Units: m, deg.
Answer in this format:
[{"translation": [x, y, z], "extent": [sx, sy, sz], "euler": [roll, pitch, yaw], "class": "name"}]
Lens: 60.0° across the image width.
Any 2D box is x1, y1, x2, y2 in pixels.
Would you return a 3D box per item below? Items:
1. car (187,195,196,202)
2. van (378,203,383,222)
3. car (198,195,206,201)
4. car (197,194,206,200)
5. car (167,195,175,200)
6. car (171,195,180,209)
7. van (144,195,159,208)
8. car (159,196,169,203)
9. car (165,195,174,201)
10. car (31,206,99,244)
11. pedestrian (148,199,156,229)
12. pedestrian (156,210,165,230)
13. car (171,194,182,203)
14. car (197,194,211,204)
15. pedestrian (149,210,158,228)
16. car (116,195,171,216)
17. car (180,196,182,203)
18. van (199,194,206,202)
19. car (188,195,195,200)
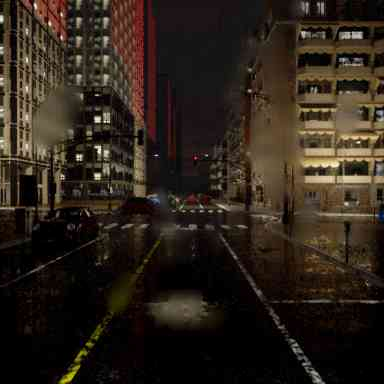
[{"translation": [-0.094, 1.378, 77.318], "extent": [2.097, 1.767, 4.553], "euler": [0, 0, 0], "class": "car"}, {"translation": [16.897, 1.706, 26.167], "extent": [3.998, 1.788, 1.690], "euler": [1, -1, 0], "class": "van"}, {"translation": [2.581, 1.589, 86.747], "extent": [2.008, 1.369, 4.403], "euler": [0, 0, 0], "class": "car"}, {"translation": [2.573, 1.359, 92.298], "extent": [2.192, 1.841, 5.009], "euler": [0, 0, 0], "class": "car"}, {"translation": [-5.807, 1.569, 92.116], "extent": [1.752, 1.417, 4.829], "euler": [0, 0, 0], "class": "car"}, {"translation": [-3.186, 1.361, 45.152], "extent": [2.097, 1.767, 4.553], "euler": [0, 0, 1], "class": "car"}, {"translation": [-5.751, 1.352, 47.879], "extent": [1.690, 1.788, 3.998], "euler": [0, 0, 0], "class": "van"}, {"translation": [-5.778, 1.550, 69.913], "extent": [1.752, 1.417, 4.829], "euler": [0, 0, 0], "class": "car"}, {"translation": [-5.800, 1.479, 86.735], "extent": [1.967, 1.590, 4.097], "euler": [0, 0, 0], "class": "car"}, {"translation": [-5.710, 1.441, 15.405], "extent": [1.967, 1.590, 4.097], "euler": [0, 0, 0], "class": "car"}, {"translation": [-2.432, 1.296, 20.143], "extent": [0.375, 1.860, 0.375], "euler": [0, 0, 0], "class": "pedestrian"}, {"translation": [-1.779, 1.575, 19.503], "extent": [0.375, 1.300, 0.375], "euler": [0, 0, 0], "class": "pedestrian"}, {"translation": [-3.100, 1.375, 67.630], "extent": [2.097, 1.767, 4.553], "euler": [0, 0, 0], "class": "car"}, {"translation": [2.608, 1.336, 64.544], "extent": [2.192, 1.841, 5.009], "euler": [0, 0, 0], "class": "car"}, {"translation": [-2.394, 1.678, 20.744], "extent": [0.500, 1.100, 0.500], "euler": [0, 0, 0], "class": "pedestrian"}, {"translation": [-4.738, 1.291, 31.610], "extent": [4.553, 1.767, 2.097], "euler": [1, 0, -31], "class": "car"}, {"translation": [-3.155, 1.367, 54.927], "extent": [2.097, 1.767, 4.553], "euler": [0, 0, 0], "class": "car"}, {"translation": [2.587, 1.375, 81.197], "extent": [1.690, 1.788, 3.998], "euler": [0, 0, 0], "class": "van"}, {"translation": [-0.107, 1.442, 87.388], "extent": [1.994, 1.385, 4.181], "euler": [0, 0, 0], "class": "car"}]
